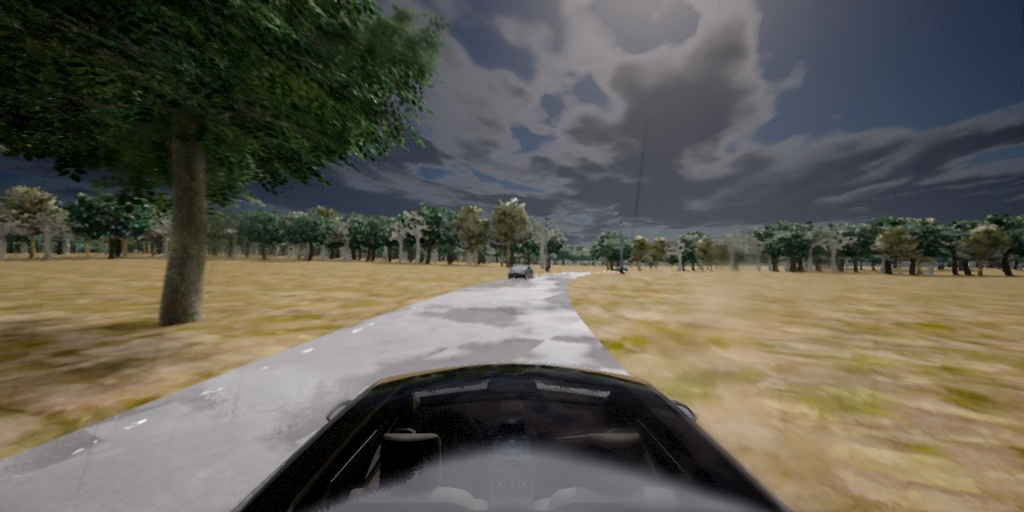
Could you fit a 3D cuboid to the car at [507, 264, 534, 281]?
[{"bbox_3d":[0.876,1.592,35.492,1.882,1.535,5.008,-1,-1,14],"label":"car"}]
